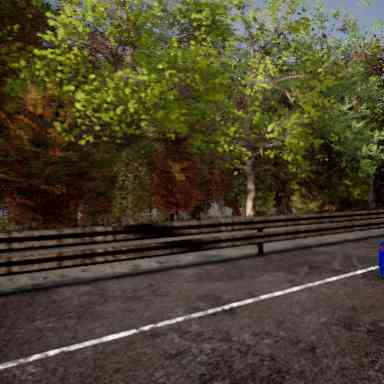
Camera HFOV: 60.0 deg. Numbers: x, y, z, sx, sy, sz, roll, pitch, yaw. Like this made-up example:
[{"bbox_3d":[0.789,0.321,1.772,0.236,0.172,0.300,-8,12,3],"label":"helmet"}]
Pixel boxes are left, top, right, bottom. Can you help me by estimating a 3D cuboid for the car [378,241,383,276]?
[{"bbox_3d":[6.781,1.498,8.613,5.008,1.535,1.882,0,0,-36],"label":"car"}]
